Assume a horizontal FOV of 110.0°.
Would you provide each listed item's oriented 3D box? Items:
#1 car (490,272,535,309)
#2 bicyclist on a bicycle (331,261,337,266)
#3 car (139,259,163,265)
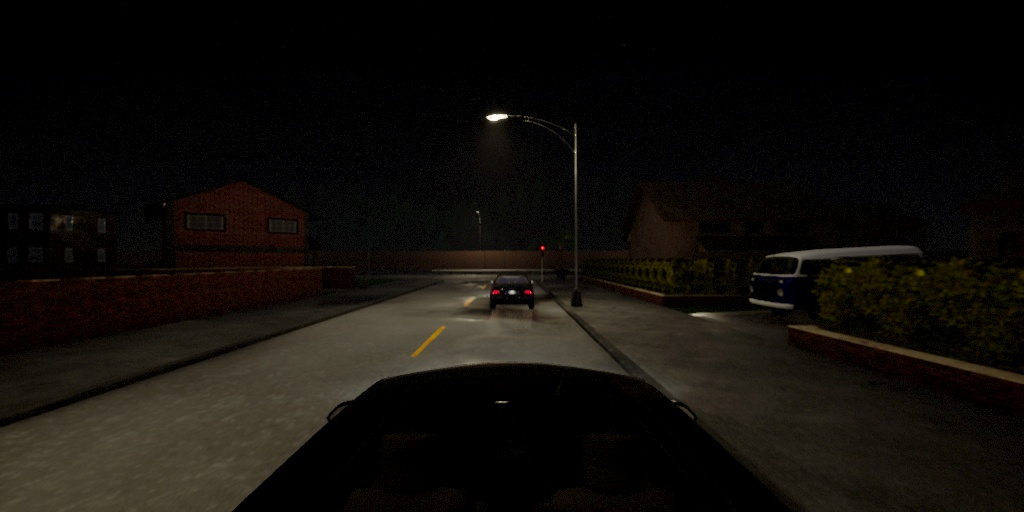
[{"bbox_3d":[0.004,1.430,15.840,2.033,1.411,5.357,0,-1,0],"label":"car"},{"bbox_3d":[-23.981,1.534,48.216,0.582,1.620,1.656,0,0,0],"label":"bicyclist on a bicycle"},{"bbox_3d":[-43.334,1.361,43.921,5.566,2.045,2.150,0,-1,0],"label":"car"}]
